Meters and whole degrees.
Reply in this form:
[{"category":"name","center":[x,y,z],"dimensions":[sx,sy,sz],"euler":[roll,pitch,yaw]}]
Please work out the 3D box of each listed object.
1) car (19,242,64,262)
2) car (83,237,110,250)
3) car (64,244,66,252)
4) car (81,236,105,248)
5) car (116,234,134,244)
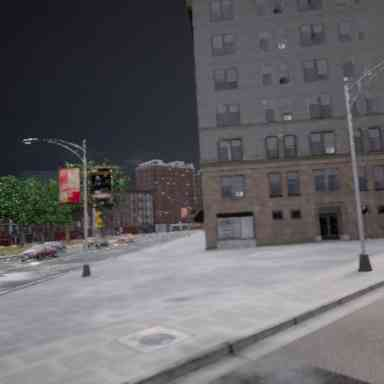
[{"category":"car","center":[-14.838,5.896,32.551],"dimensions":[1.812,1.442,4.674],"euler":[-4,-6,6]},{"category":"car","center":[-13.248,7.264,46.908],"dimensions":[2.033,1.411,5.357],"euler":[-4,-6,6]},{"category":"car","center":[-17.171,6.852,40.842],"dimensions":[1.812,1.442,4.674],"euler":[-4,-6,6]},{"category":"car","center":[-15.786,7.984,53.454],"dimensions":[1.882,1.535,5.008],"euler":[-4,-6,6]},{"category":"car","center":[-11.879,8.239,59.396],"dimensions":[2.097,1.767,4.553],"euler":[-4,-6,6]}]
